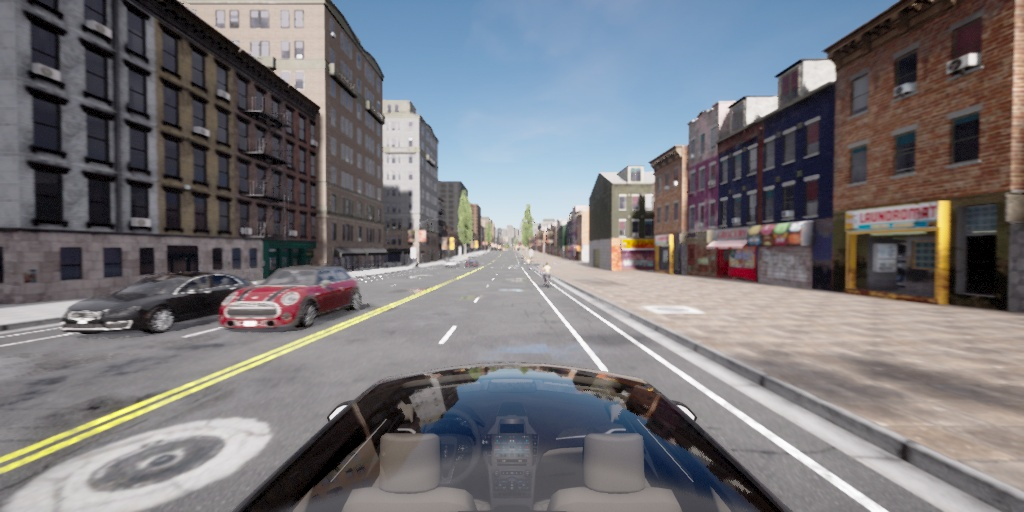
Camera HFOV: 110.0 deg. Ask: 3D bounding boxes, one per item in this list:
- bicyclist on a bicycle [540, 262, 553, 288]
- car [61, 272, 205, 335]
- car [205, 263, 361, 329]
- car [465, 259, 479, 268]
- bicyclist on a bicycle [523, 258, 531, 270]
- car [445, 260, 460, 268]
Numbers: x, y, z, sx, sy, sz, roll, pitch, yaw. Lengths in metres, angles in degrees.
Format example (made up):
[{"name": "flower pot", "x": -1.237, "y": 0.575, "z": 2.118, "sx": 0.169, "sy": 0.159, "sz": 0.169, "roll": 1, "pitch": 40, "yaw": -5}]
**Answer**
[{"name": "bicyclist on a bicycle", "x": 2.250, "y": 1.210, "z": 23.086, "sx": 0.866, "sy": 1.612, "sz": 1.509, "roll": 0, "pitch": 2, "yaw": 0}, {"name": "car", "x": -9.850, "y": 1.268, "z": 10.650, "sx": 1.837, "sy": 1.490, "sz": 4.892, "roll": 0, "pitch": 0, "yaw": 0}, {"name": "car", "x": -6.600, "y": 1.115, "z": 11.274, "sx": 2.097, "sy": 1.767, "sz": 4.553, "roll": 0, "pitch": 0, "yaw": 0}, {"name": "car", "x": -6.501, "y": 1.217, "z": 58.613, "sx": 1.994, "sy": 1.385, "sz": 4.181, "roll": 0, "pitch": 0, "yaw": 0}, {"name": "bicyclist on a bicycle", "x": 2.250, "y": 1.123, "z": 49.079, "sx": 0.866, "sy": 1.612, "sz": 1.509, "roll": 0, "pitch": 3, "yaw": 0}, {"name": "car", "x": -9.751, "y": 1.268, "z": 58.583, "sx": 1.895, "sy": 1.301, "sz": 4.718, "roll": 0, "pitch": 0, "yaw": 0}]
